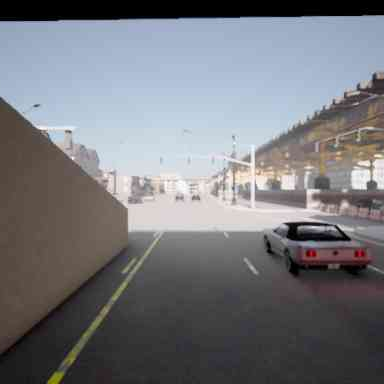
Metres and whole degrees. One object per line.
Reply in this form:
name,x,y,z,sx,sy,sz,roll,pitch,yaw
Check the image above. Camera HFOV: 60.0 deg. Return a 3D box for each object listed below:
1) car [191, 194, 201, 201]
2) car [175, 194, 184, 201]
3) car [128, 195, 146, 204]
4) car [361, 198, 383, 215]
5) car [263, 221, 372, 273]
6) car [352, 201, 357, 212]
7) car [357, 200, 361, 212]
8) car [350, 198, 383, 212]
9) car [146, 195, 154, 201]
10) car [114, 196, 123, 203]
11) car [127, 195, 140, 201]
car,0.849,1.182,71.772,1.994,1.385,4.181,0,0,1
car,-2.650,1.154,71.860,2.128,1.511,4.902,0,0,1
car,-10.017,1.351,59.130,1.837,1.490,4.892,0,0,2
car,17.471,1.220,28.579,1.853,1.218,4.536,0,0,-35
car,3.577,1.573,10.565,1.895,1.301,4.718,0,0,0
car,17.546,1.366,33.228,4.974,1.542,2.038,0,0,-45
car,17.441,1.378,28.621,2.038,1.542,4.974,0,0,-35
car,17.583,1.208,33.265,4.536,1.218,1.853,0,0,-45
car,-9.579,1.331,74.758,1.812,1.442,4.674,0,0,1
car,-13.511,1.373,59.158,1.812,1.442,4.674,0,0,2
car,-13.079,1.360,74.790,1.994,1.385,4.181,0,0,1
